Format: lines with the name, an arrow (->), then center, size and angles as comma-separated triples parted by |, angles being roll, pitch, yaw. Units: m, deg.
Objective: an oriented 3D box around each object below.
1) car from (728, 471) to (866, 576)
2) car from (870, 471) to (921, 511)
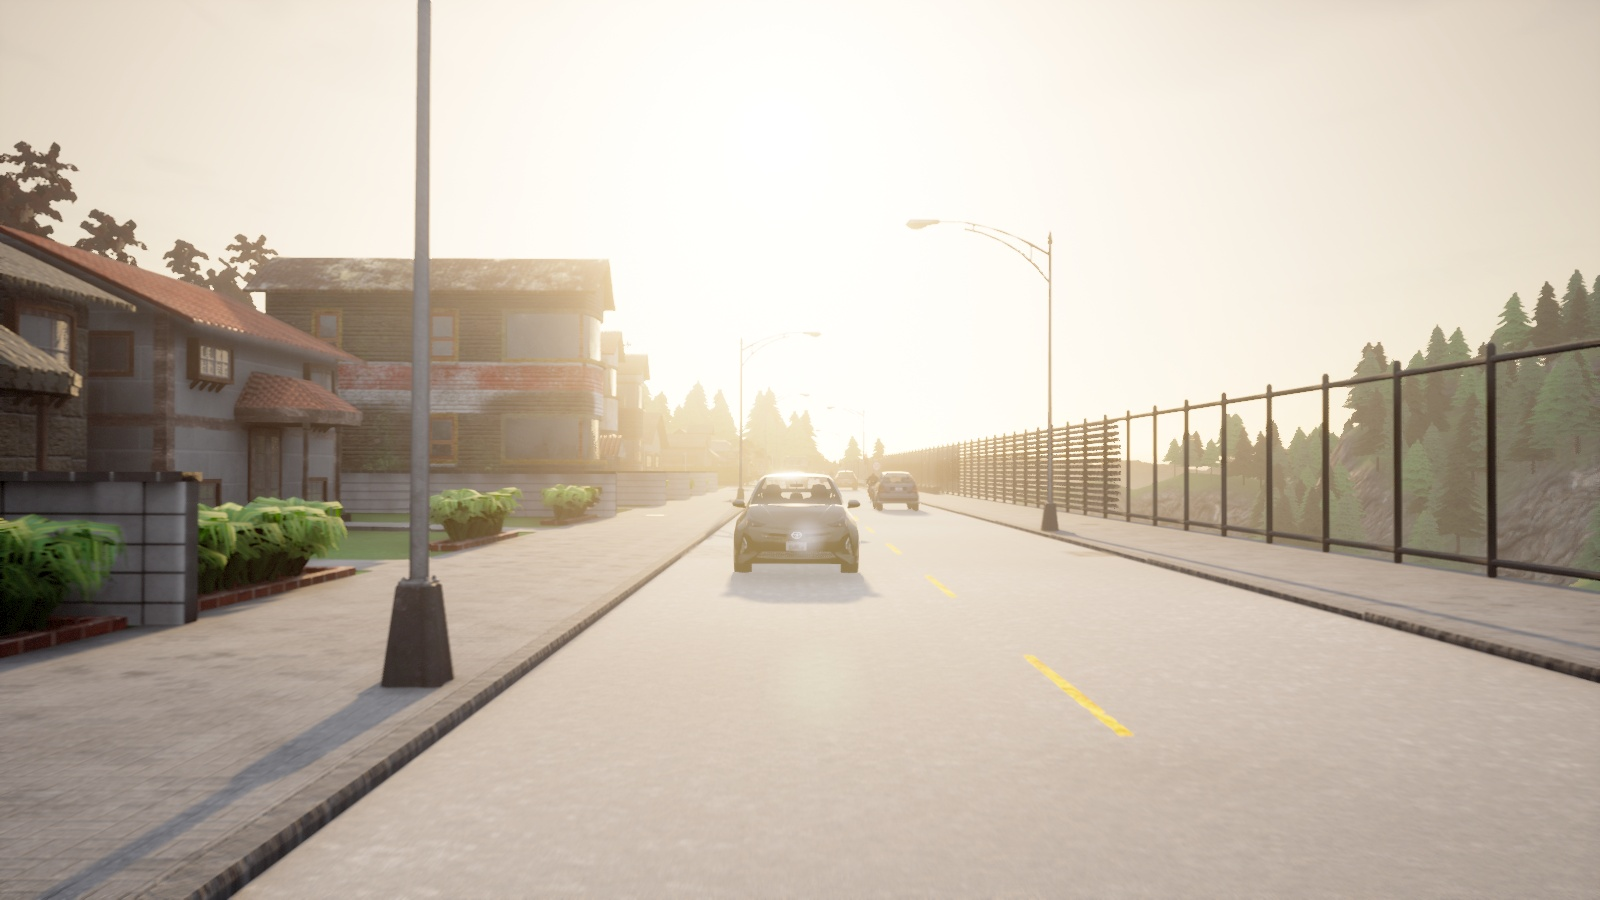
car -> -0.050, 1.106, 20.593 | 2.007, 1.525, 4.514 | 0, -1, 0
car -> 3.875, 1.637, 51.318 | 1.789, 1.549, 3.705 | 0, -1, 0
